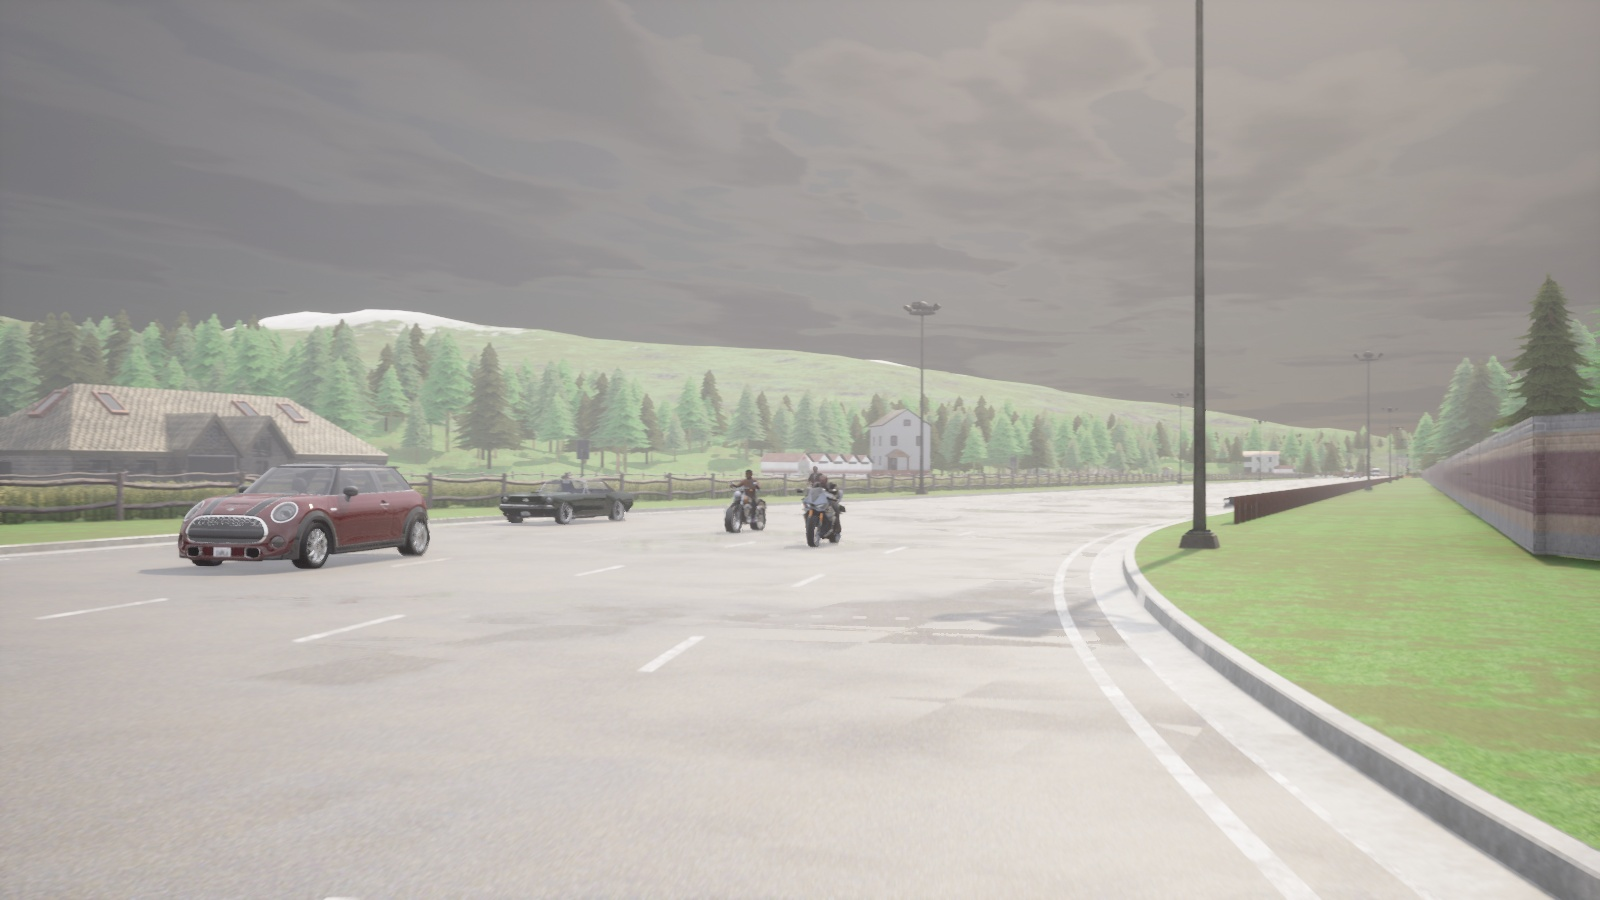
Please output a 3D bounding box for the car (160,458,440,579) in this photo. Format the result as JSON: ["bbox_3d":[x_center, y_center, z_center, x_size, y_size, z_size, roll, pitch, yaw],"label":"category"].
[{"bbox_3d":[-8.111,1.049,20.924,2.097,1.767,4.553,0,-1,13],"label":"car"}]

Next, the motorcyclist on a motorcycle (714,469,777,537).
[{"bbox_3d":[-1.350,1.301,31.771,0.766,1.649,2.350,0,-1,20],"label":"motorcyclist on a motorcycle"}]

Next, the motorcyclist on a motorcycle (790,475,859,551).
[{"bbox_3d":[0.534,1.290,26.401,0.866,1.530,2.191,0,-1,17],"label":"motorcyclist on a motorcycle"}]

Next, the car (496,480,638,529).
[{"bbox_3d":[-6.805,1.559,37.177,1.895,1.301,4.718,-1,-1,22],"label":"car"}]
